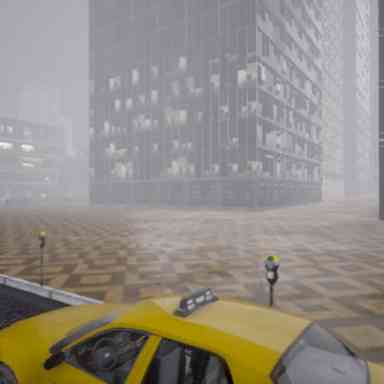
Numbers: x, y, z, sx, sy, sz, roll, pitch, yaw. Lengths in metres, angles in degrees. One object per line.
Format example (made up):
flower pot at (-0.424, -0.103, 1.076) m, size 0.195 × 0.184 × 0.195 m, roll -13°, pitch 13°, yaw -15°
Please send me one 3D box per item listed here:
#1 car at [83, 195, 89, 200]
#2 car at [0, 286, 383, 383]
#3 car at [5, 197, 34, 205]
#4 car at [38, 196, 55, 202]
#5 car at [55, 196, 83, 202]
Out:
car at (-27.144, 1.442, 86.019) m, size 1.947 × 1.339 × 4.313 m, roll 1°, pitch 1°, yaw 35°
car at (-0.170, 1.544, 2.986) m, size 4.829 × 1.417 × 1.752 m, roll -1°, pitch 0°, yaw 35°
car at (-32.928, 1.743, 62.930) m, size 2.008 × 1.369 × 4.403 m, roll 1°, pitch 1°, yaw 35°
car at (-33.481, 1.598, 76.859) m, size 2.008 × 1.369 × 4.403 m, roll 1°, pitch 1°, yaw 35°
car at (-26.591, 1.572, 72.090) m, size 2.008 × 1.369 × 4.403 m, roll 1°, pitch 1°, yaw 35°
